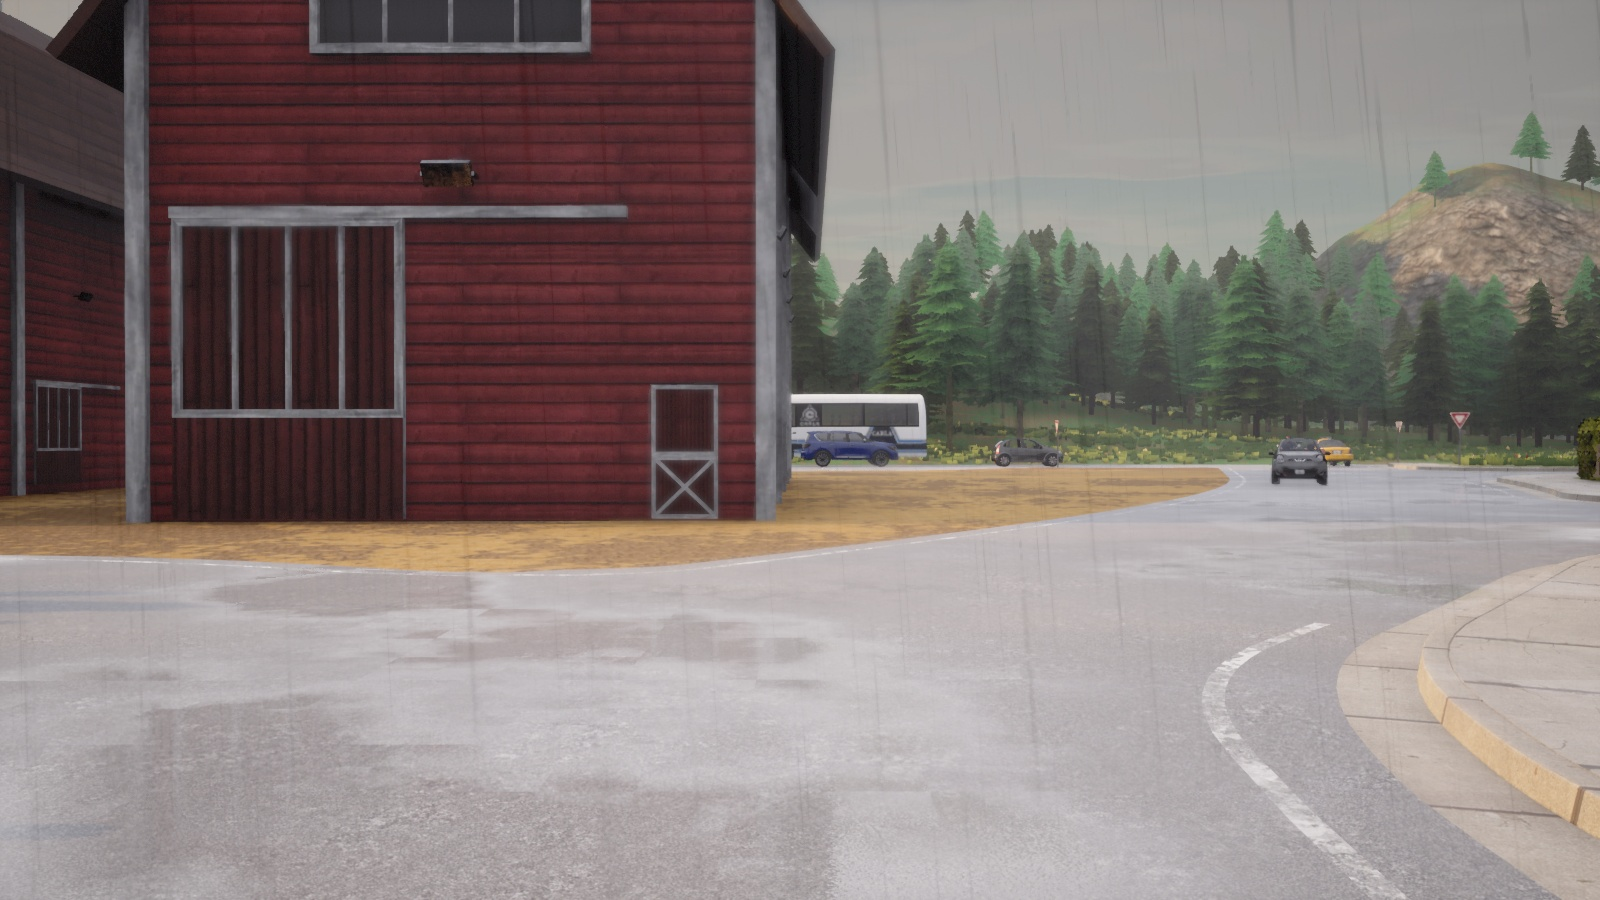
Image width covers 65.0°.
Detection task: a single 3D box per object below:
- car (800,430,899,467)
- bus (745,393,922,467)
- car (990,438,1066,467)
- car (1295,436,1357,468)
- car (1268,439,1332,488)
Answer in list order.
[{"bbox_3d":[2.792,-0.075,71.378,5.566,2.045,2.150,0,0,1],"label":"car"},{"bbox_3d":[1.977,-1.191,74.885,10.273,4.253,3.944,0,0,1],"label":"bus"},{"bbox_3d":[12.896,0.113,71.229,3.988,1.617,1.851,0,0,1],"label":"car"},{"bbox_3d":[27.547,0.107,65.925,1.801,1.575,5.366,0,0,9],"label":"car"},{"bbox_3d":[16.109,0.400,40.554,1.845,1.501,3.633,0,0,21],"label":"car"}]
